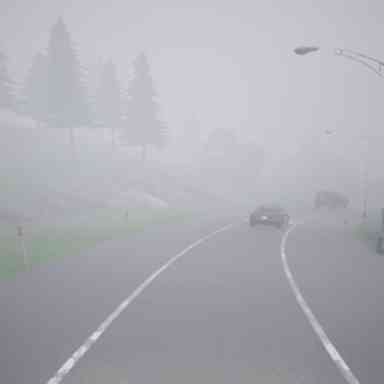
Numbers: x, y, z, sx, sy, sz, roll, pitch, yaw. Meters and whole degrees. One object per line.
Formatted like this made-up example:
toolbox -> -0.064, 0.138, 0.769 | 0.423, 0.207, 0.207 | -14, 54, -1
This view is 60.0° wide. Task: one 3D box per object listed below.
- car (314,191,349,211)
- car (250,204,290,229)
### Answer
car -> 15.829, 0.905, 37.631 | 2.150, 2.045, 5.566 | 6, 5, 43
car -> 5.120, 1.481, 21.651 | 1.994, 1.385, 4.181 | 3, 2, 23
